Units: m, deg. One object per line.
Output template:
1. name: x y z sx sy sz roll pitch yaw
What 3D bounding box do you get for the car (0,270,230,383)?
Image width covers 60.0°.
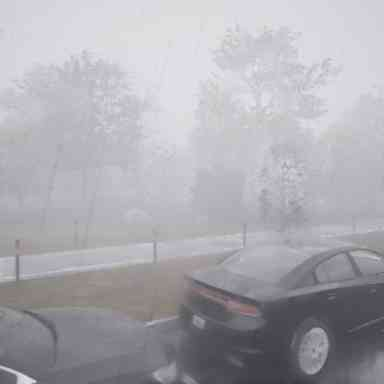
1. car: -2.366 1.516 2.377 4.892 1.521 2.231 1 0 -33

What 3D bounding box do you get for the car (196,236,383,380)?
1. car: 2.166 1.498 5.567 5.008 1.535 2.097 0 0 -33
